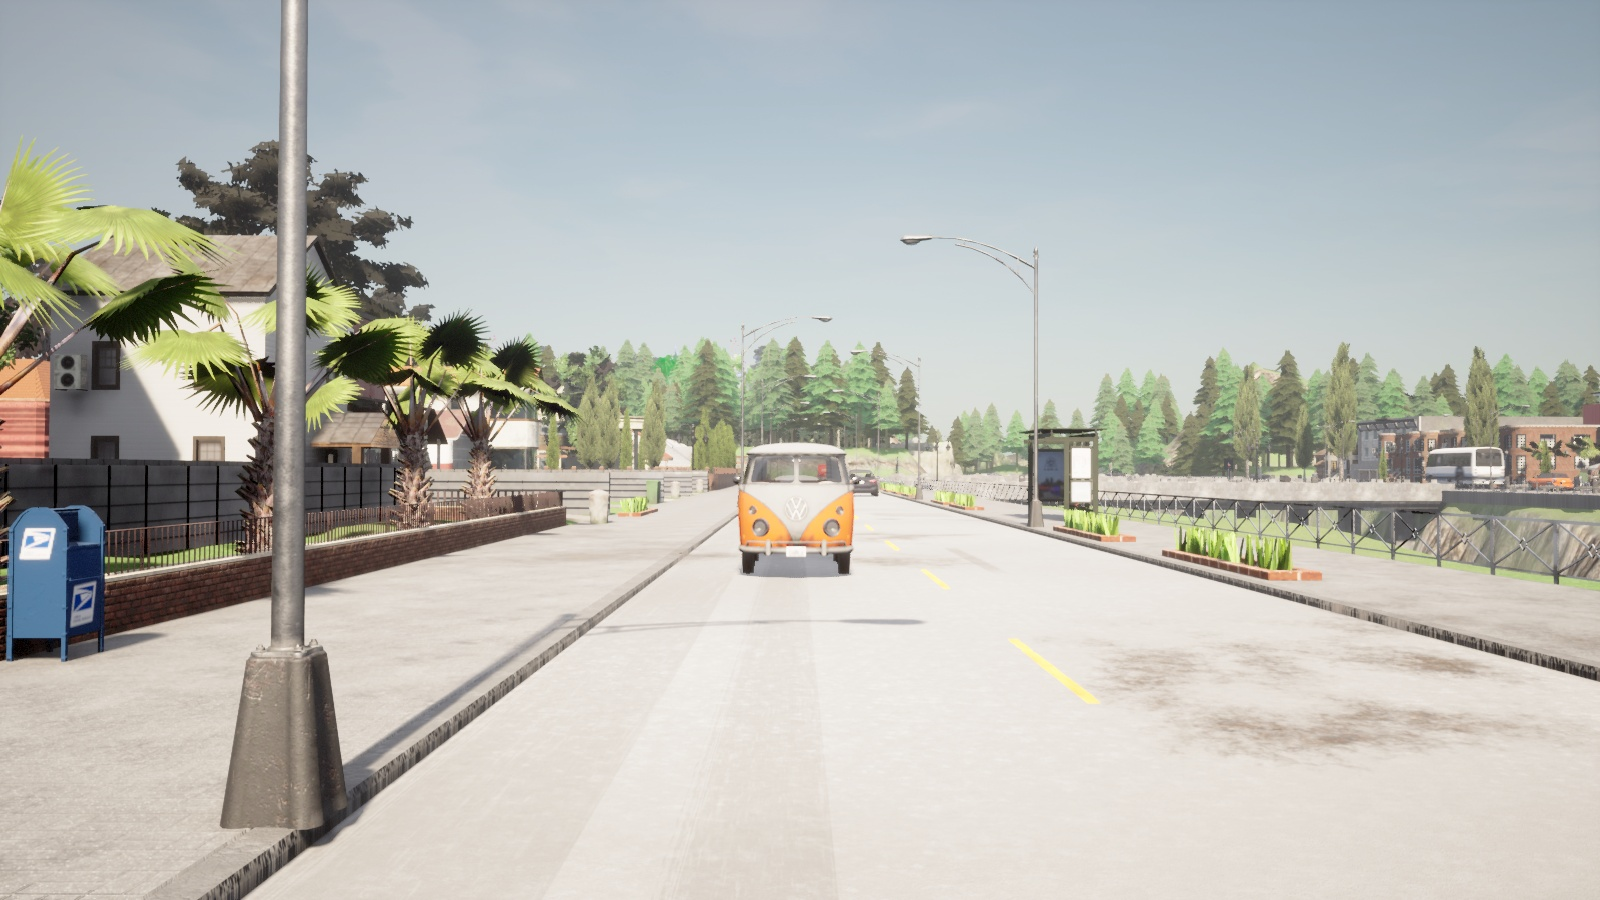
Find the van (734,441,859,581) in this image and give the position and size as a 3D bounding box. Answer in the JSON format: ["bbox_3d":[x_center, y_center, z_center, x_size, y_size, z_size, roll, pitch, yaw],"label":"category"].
[{"bbox_3d":[-0.052,0.905,20.144,1.775,1.987,4.442,0,-1,0],"label":"van"}]

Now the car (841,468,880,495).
[{"bbox_3d":[3.798,1.981,79.870,2.242,1.667,4.611,0,-1,0],"label":"car"}]
